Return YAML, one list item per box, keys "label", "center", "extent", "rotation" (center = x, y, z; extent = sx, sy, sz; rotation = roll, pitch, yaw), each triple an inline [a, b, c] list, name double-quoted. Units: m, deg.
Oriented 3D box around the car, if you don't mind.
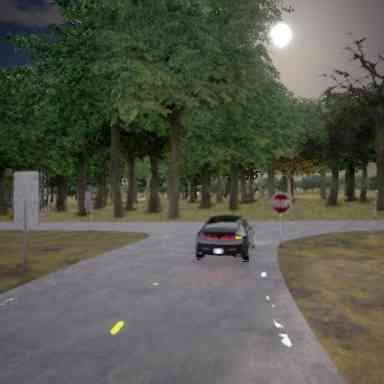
- label: "car"
  center: [1.402, 1.636, 12.892]
  extent: [1.837, 1.490, 4.892]
  rotation: [0, 0, 14]
